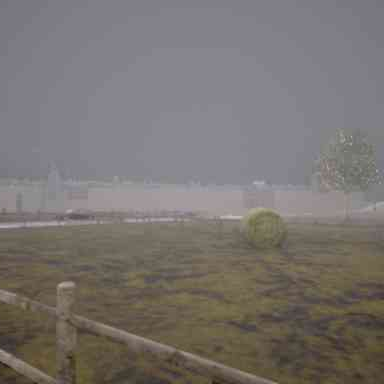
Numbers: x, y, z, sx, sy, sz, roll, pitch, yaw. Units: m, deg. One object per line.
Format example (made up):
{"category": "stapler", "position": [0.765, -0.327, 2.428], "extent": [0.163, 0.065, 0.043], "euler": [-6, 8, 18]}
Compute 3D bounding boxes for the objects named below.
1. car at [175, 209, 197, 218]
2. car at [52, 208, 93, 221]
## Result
{"category": "car", "position": [-1.089, 3.755, 58.774], "extent": [2.128, 1.511, 4.902], "euler": [0, -3, 35]}
{"category": "car", "position": [-14.236, 2.735, 39.943], "extent": [1.882, 1.535, 5.008], "euler": [0, -2, 35]}
